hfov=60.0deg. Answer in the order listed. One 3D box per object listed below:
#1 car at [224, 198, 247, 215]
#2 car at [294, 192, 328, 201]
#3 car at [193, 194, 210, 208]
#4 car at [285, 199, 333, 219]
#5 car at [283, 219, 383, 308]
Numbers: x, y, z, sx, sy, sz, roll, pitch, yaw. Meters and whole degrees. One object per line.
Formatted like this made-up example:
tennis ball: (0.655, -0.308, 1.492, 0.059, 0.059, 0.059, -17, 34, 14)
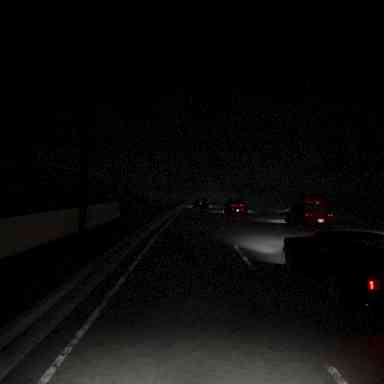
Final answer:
car: (4.112, 1.336, 31.454, 1.837, 1.490, 4.892, 0, 0, 3)
car: (11.105, 1.052, 31.604, 2.150, 2.045, 5.566, 0, 0, 2)
car: (1.156, 1.337, 42.275, 1.994, 1.385, 4.181, 0, 0, 3)
car: (7.238, 1.414, 20.824, 1.812, 1.442, 4.674, 0, 0, 1)
car: (3.602, 1.559, 7.770, 1.895, 1.301, 4.718, 0, 0, 0)
